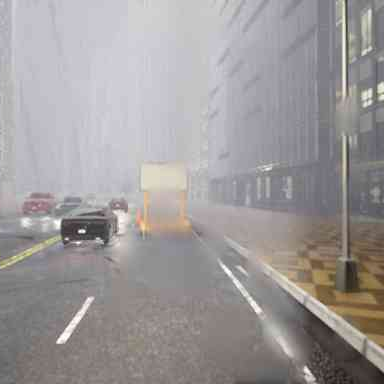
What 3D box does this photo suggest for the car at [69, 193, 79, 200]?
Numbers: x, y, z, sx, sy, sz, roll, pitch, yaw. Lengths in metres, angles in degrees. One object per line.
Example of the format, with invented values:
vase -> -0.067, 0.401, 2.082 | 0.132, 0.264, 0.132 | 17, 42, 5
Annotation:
car -> -24.591, 0.915, 69.351 | 1.882, 1.535, 5.008 | 0, 0, -21

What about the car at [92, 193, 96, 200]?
car -> -20.636, 0.940, 68.022 | 1.882, 1.535, 5.008 | 0, 0, -20

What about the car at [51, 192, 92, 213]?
car -> -9.889, 1.121, 27.746 | 2.097, 1.767, 4.553 | 0, 0, -10

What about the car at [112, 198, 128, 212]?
car -> -7.634, 1.290, 34.322 | 1.994, 1.385, 4.181 | 0, 0, -11

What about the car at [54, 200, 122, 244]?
car -> -4.548, 1.354, 15.291 | 1.882, 1.535, 5.008 | 0, 0, -7

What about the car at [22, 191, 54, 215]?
car -> -13.666, 0.961, 30.423 | 2.150, 2.045, 5.566 | 0, 0, -11

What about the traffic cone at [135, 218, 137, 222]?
traffic cone -> -3.788, 1.771, 23.347 | 0.340, 0.580, 0.340 | 0, 0, -8

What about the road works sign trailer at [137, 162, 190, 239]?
road works sign trailer -> -1.412, 0.335, 16.609 | 2.380, 3.560, 2.880 | 0, 0, -8
